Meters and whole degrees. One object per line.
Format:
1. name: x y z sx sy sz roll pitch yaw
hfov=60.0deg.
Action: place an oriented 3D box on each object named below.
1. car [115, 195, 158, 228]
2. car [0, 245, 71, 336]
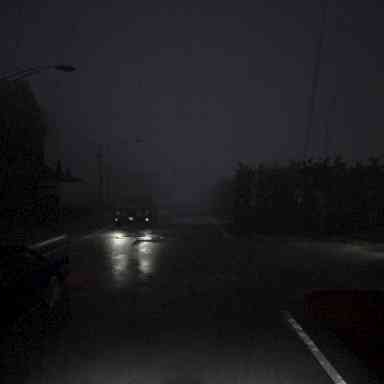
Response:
1. car: -3.600 1.221 22.474 2.150 2.045 5.566 0 0 0
2. car: -3.605 1.601 5.141 1.895 1.301 4.718 0 0 0
